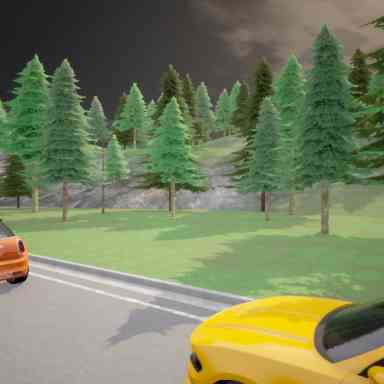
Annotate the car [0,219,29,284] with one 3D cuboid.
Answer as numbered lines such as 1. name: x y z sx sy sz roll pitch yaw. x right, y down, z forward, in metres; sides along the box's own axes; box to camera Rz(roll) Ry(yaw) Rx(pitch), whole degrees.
1. car: -6.136 1.352 8.342 4.553 1.767 2.097 0 0 35

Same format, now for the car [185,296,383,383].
1. car: 2.242 1.478 2.393 5.008 1.535 1.882 0 0 35
